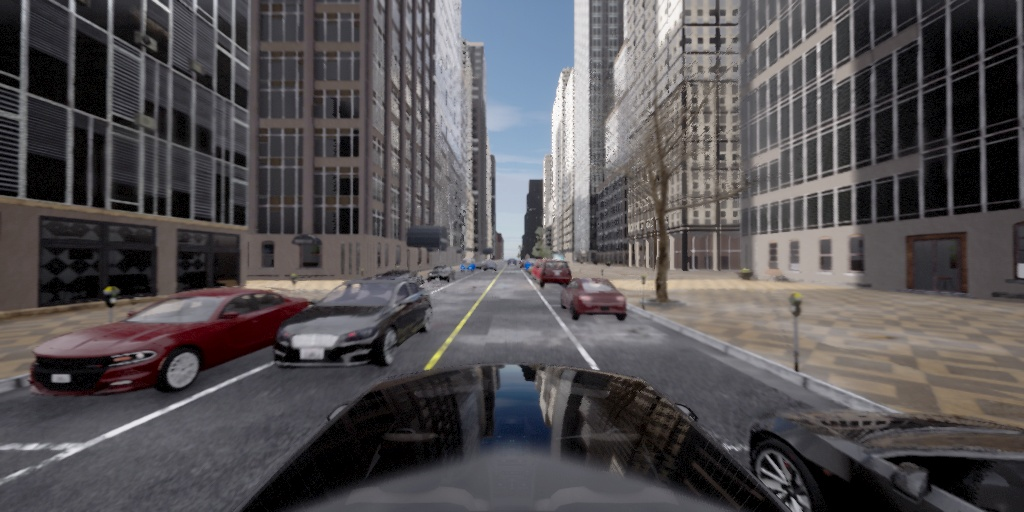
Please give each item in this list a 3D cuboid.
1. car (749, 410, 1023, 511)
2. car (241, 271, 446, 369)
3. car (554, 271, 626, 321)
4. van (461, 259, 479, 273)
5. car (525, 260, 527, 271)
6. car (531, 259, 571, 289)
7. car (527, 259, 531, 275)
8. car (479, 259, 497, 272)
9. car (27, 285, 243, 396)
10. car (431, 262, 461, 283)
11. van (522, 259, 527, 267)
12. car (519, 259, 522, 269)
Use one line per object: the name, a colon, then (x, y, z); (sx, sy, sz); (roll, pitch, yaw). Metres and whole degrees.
car: (2.754, 1.316, 1.066); (1.948, 1.339, 4.313); (0, 0, 0)
car: (-3.087, 1.262, 8.020); (2.128, 1.511, 4.902); (0, 0, 0)
car: (2.690, 1.373, 12.443); (1.802, 1.307, 4.207); (0, 0, 0)
van: (-5.685, 1.249, 46.597); (1.690, 1.789, 3.998); (0, 0, 0)
car: (2.695, 1.421, 41.057); (1.751, 1.417, 4.829); (0, 0, 0)
car: (2.692, 1.148, 23.820); (2.192, 1.841, 5.009); (0, 0, 0)
car: (2.693, 1.168, 29.509); (2.192, 1.841, 5.009); (0, 0, 0)
car: (-3.049, 1.474, 50.891); (2.033, 1.411, 5.357); (0, 0, 1)
car: (-5.701, 1.308, 6.776); (1.888, 1.381, 4.507); (0, 0, 0)
car: (-5.688, 1.412, 29.530); (1.948, 1.339, 4.313); (0, 0, 0)
van: (2.696, 1.278, 52.265); (1.690, 1.789, 3.998); (0, 0, 0)
car: (2.359, 1.507, 63.902); (1.812, 1.442, 4.674); (0, 0, 0)
